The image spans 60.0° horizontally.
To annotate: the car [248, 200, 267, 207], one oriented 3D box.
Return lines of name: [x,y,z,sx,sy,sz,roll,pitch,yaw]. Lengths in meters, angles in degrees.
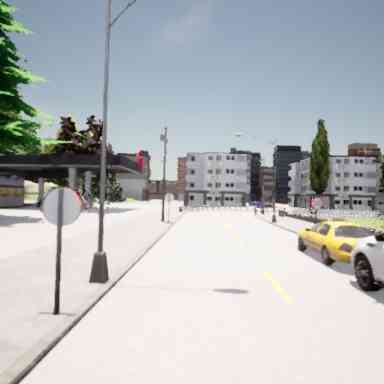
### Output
car: [14.537,2.652,75.386,3.633,1.501,1.845,2,-1,13]

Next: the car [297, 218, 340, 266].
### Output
car: [5.468,1.758,12.685,1.801,1.575,5.366,2,-1,2]

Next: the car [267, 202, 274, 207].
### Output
car: [17.291,2.820,74.910,1.853,1.218,4.536,1,-1,32]

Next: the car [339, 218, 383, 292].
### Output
car: [5.234,1.406,6.533,2.150,2.045,5.566,-2,-1,2]

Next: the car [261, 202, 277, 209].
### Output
car: [17.313,2.979,74.952,2.038,1.542,4.974,1,-1,32]

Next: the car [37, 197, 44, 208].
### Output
car: [-18.695,1.263,43.451,1.845,1.501,3.633,2,-1,2]
